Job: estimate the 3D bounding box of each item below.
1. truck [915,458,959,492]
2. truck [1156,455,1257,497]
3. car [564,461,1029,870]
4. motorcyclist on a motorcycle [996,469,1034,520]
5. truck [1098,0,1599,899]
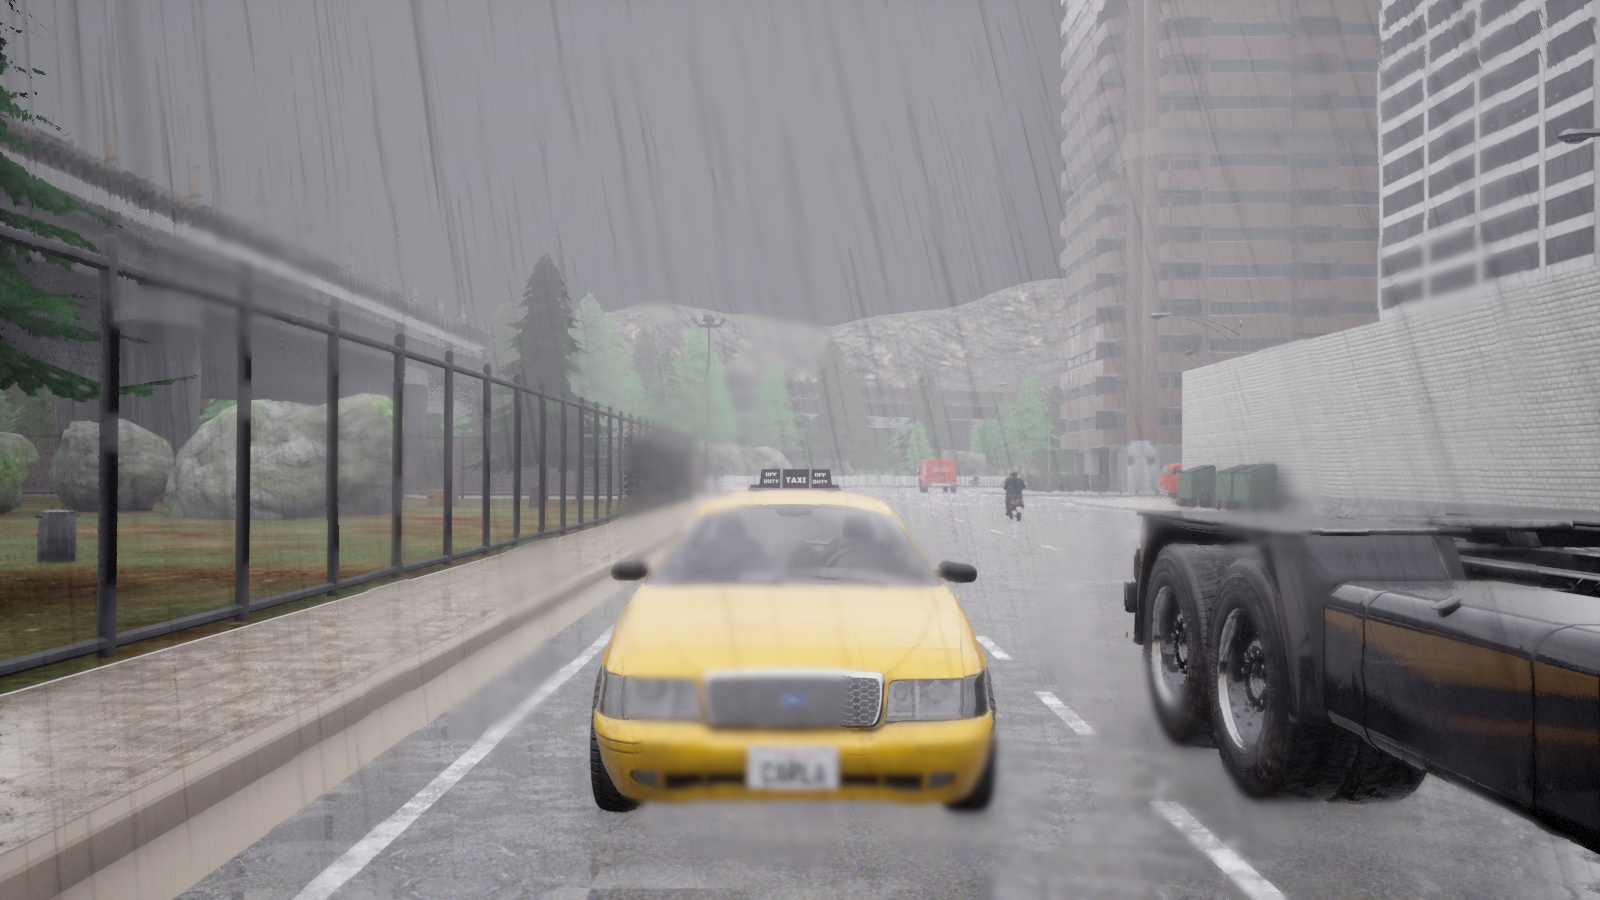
[{"bbox_3d":[10.277,1.870,94.541,2.627,2.467,5.204,0,-1,-2],"label":"truck"},{"bbox_3d":[24.399,1.552,75.578,5.204,2.467,2.627,0,-1,0],"label":"truck"},{"bbox_3d":[-0.022,0.880,7.560,1.801,1.575,5.366,0,-1,0],"label":"car"},{"bbox_3d":[6.884,1.415,40.271,0.866,1.590,1.817,0,-1,0],"label":"motorcyclist on a motorcycle"},{"bbox_3d":[3.483,-0.105,4.529,2.891,3.462,7.936,0,-1,0],"label":"truck"}]
